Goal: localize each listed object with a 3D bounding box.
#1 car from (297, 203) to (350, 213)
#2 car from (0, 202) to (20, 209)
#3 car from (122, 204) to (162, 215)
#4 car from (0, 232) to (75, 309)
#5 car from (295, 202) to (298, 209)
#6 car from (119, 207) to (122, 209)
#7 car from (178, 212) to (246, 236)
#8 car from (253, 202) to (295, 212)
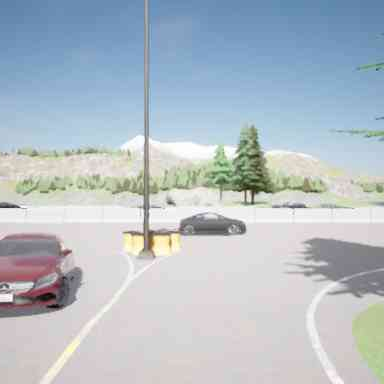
[{"bbox_3d":[15.480,2.084,38.422,5.357,1.411,2.033,0,-1,0],"label":"car"},{"bbox_3d":[-26.255,2.083,45.477,5.008,1.535,1.882,0,-1,0],"label":"car"},{"bbox_3d":[-5.502,2.104,38.448,4.181,1.385,1.994,0,-1,0],"label":"car"},{"bbox_3d":[-3.942,1.745,8.164,1.812,1.442,4.674,2,-3,-15],"label":"car"},{"bbox_3d":[13.150,2.091,45.424,4.902,1.511,2.128,0,-1,0],"label":"car"},{"bbox_3d":[-6.838,2.172,41.952,4.718,1.301,1.895,0,-1,0],"label":"car"},{"bbox_3d":[1.252,1.945,20.740,4.181,1.385,1.994,0,-1,0],"label":"car"},{"bbox_3d":[10.026,2.170,41.929,4.718,1.301,1.895,0,-1,0],"label":"car"}]
